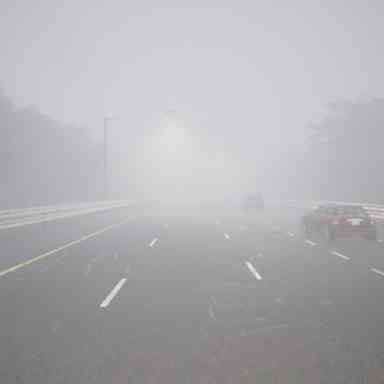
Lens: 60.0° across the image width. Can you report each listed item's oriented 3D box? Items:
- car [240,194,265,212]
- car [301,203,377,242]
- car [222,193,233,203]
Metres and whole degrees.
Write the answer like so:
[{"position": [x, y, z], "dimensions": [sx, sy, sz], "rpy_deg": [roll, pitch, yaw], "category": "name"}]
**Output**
[{"position": [7.096, 1.228, 39.430], "dimensions": [2.150, 2.045, 5.566], "rpy_deg": [0, 0, 0], "category": "car"}, {"position": [7.019, 1.354, 16.411], "dimensions": [2.097, 1.767, 4.553], "rpy_deg": [0, 0, 0], "category": "car"}, {"position": [7.278, 1.467, 68.727], "dimensions": [1.882, 1.535, 5.008], "rpy_deg": [0, 0, 0], "category": "car"}]
